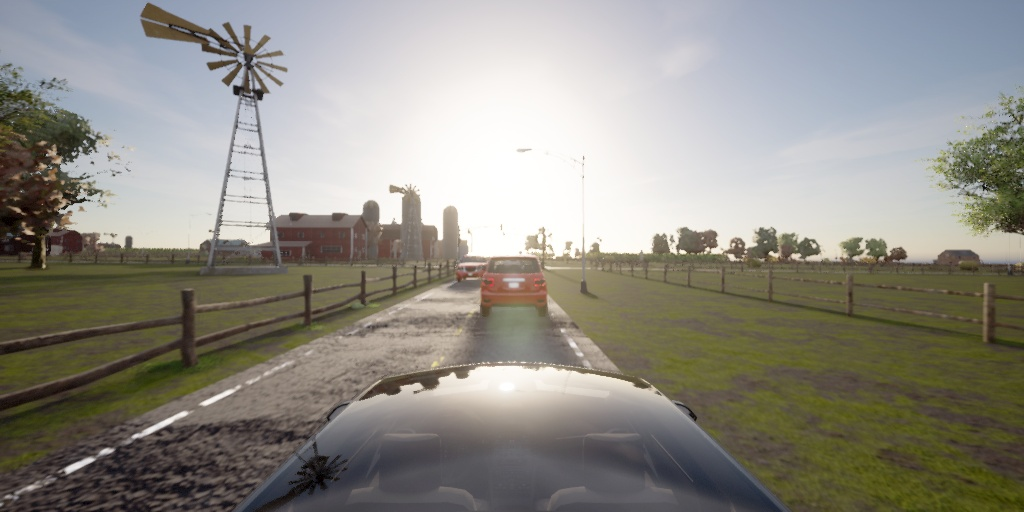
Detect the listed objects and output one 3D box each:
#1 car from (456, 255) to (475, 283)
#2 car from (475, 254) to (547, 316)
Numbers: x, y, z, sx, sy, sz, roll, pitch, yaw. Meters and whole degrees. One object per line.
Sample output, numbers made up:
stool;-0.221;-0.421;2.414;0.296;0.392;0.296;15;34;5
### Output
car;-2.914;0.904;27.763;2.150;2.045;5.566;0;0;0
car;0.059;0.943;13.405;2.150;2.045;5.566;0;0;0
